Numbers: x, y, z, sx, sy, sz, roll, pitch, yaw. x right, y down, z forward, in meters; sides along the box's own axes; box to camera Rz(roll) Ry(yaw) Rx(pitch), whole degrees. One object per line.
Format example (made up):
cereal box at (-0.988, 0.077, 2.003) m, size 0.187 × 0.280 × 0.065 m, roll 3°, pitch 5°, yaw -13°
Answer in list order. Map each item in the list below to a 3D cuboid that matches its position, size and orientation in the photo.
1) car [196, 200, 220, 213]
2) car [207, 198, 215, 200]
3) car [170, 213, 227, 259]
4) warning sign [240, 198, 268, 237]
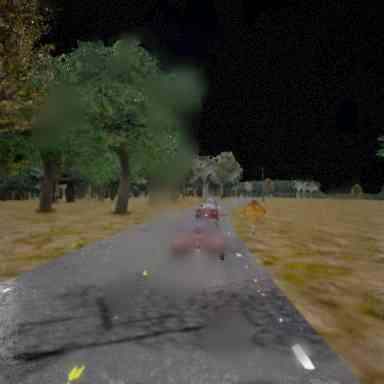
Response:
car at (1.392, 1.725, 29.041) m, size 1.882 × 1.535 × 5.008 m, roll 0°, pitch 0°, yaw 6°
car at (3.795, 1.990, 66.452) m, size 1.812 × 1.442 × 4.674 m, roll 0°, pitch 0°, yaw 11°
car at (0.320, 1.723, 13.145) m, size 1.895 × 1.301 × 4.718 m, roll 0°, pitch 0°, yaw 3°
warning sign at (3.135, 1.270, 16.921) m, size 1.300 × 1.860 × 1.060 m, roll 0°, pitch 0°, yaw 3°
